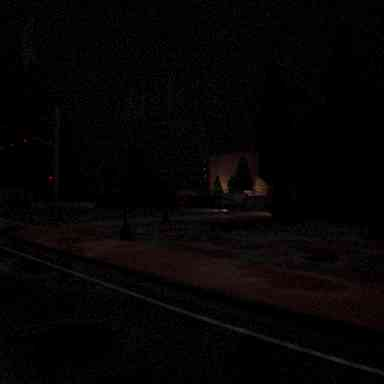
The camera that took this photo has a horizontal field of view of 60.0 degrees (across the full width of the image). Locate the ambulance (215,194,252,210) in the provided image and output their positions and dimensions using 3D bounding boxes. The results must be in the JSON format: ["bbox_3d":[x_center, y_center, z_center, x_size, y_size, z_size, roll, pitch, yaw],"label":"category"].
[{"bbox_3d":[6.485,1.528,54.003,2.351,2.431,6.366,0,-1,45],"label":"ambulance"}]
